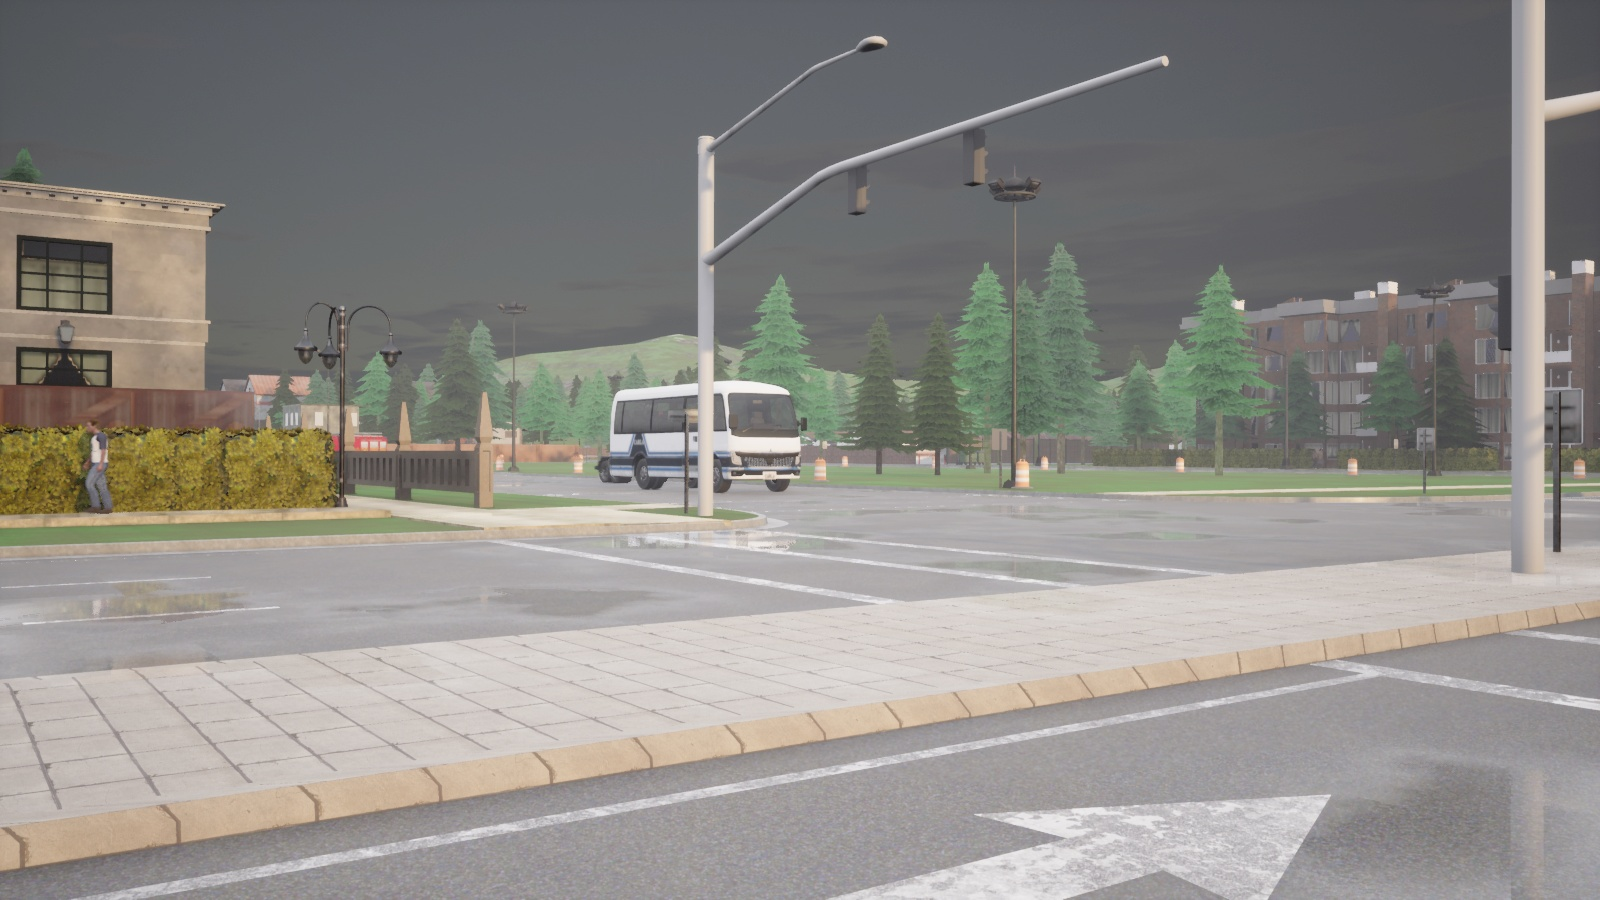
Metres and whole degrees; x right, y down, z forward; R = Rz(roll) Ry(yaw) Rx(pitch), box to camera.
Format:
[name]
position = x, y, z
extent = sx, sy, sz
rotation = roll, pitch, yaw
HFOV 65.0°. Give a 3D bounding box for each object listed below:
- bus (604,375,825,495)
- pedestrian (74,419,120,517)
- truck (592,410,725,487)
[bus]
position = -3.678, -0.502, 49.839
extent = 3.944, 4.253, 10.273
rotation = 0, 0, -35
[pedestrian]
position = -13.318, 0.338, 23.786
extent = 0.706, 1.836, 0.354
rotation = 0, 0, -38
[truck]
position = -6.942, -0.074, 60.466
extent = 2.891, 3.462, 7.936
rotation = 0, 0, -35
